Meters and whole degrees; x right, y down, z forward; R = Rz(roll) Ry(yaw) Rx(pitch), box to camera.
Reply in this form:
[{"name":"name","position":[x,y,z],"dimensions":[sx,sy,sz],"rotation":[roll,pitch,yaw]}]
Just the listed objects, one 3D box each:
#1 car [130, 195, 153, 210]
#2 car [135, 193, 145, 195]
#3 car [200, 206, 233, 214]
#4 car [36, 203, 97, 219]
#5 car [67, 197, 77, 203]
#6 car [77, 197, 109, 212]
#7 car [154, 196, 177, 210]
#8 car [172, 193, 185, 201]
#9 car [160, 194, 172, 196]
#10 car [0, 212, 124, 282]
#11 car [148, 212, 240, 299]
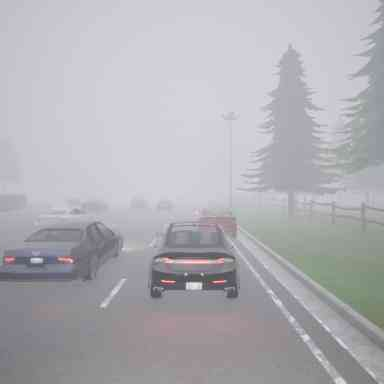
[{"name":"car","position":[-6.877,1.491,43.885],"dimensions":[2.128,1.511,4.902],"rotation":[0,0,0]},{"name":"car","position":[-10.365,1.223,67.084],"dimensions":[2.150,2.045,5.566],"rotation":[0,0,0]},{"name":"car","position":[1.234,1.478,17.799],"dimensions":[1.882,1.535,5.008],"rotation":[0,0,0]},{"name":"car","position":[-6.904,1.526,18.168],"dimensions":[1.812,1.442,4.674],"rotation":[0,0,0]},{"name":"car","position":[-18.468,1.477,51.945],"dimensions":[1.882,1.535,5.008],"rotation":[0,0,-20]},{"name":"car","position":[-10.380,1.477,35.871],"dimensions":[1.882,1.535,5.008],"rotation":[0,0,0]},{"name":"car","position":[-3.377,1.564,42.164],"dimensions":[1.994,1.385,4.181],"rotation":[0,0,0]},{"name":"car","position":[-3.453,1.478,85.210],"dimensions":[1.882,1.535,5.008],"rotation":[0,0,0]},{"name":"car","position":[-6.951,1.595,89.389],"dimensions":[1.895,1.301,4.718],"rotation":[0,0,0]},{"name":"car","position":[-3.395,1.547,9.786],"dimensions":[2.033,1.411,5.357],"rotation":[0,0,0]},{"name":"car","position":[0.057,1.492,8.457],"dimensions":[2.128,1.511,4.902],"rotation":[0,0,0]}]
